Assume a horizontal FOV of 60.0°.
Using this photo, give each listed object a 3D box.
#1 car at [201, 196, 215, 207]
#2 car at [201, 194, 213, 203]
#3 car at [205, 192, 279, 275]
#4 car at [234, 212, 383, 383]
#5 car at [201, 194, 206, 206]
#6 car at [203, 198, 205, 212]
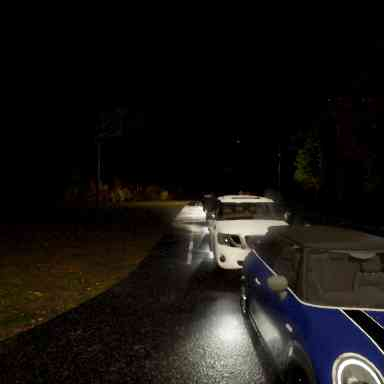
[{"bbox_3d":[2.327,1.349,48.389,1.895,1.301,4.718,0,0,1],"label":"car"},{"bbox_3d":[2.865,1.171,61.457,2.128,1.511,4.902,0,0,4],"label":"car"},{"bbox_3d":[1.680,1.160,10.531,2.150,2.045,5.566,0,0,1],"label":"car"},{"bbox_3d":[1.936,1.338,4.186,2.097,1.767,4.553,0,0,-1],"label":"car"},{"bbox_3d":[2.084,1.294,35.139,1.882,1.535,5.008,0,1,1],"label":"car"},{"bbox_3d":[1.881,1.380,23.119,1.837,1.490,4.892,0,0,1],"label":"car"}]
